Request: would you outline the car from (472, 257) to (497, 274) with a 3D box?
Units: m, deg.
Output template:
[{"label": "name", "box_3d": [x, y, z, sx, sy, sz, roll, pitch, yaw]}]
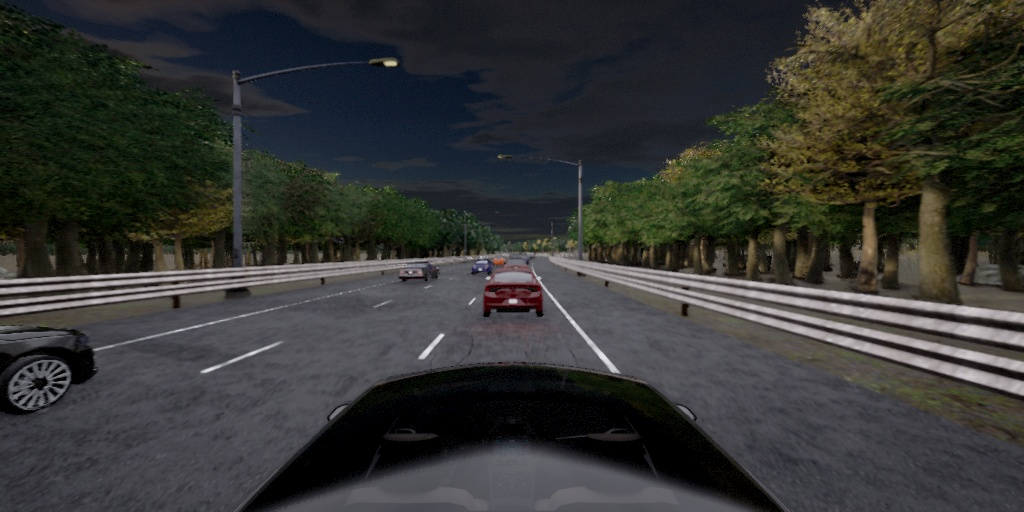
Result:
[{"label": "car", "box_3d": [-2.870, 1.048, 35.677, 1.812, 1.442, 4.674, 0, 0, 2]}]

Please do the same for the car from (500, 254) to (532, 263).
[{"label": "car", "box_3d": [0.356, 0.916, 29.415, 2.097, 1.767, 4.553, 0, 0, 1]}]

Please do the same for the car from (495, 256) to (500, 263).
[{"label": "car", "box_3d": [-1.913, 0.702, 57.509, 2.097, 1.767, 4.553, 0, 0, 3]}]

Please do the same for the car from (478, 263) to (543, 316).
[{"label": "car", "box_3d": [0.058, 1.169, 12.977, 1.882, 1.535, 5.008, 0, 0, 1]}]

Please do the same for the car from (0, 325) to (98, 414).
[{"label": "car", "box_3d": [-6.893, 1.241, 3.083, 2.128, 1.511, 4.902, 0, 0, 0]}]

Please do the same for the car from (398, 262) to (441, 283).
[{"label": "car", "box_3d": [-6.667, 1.140, 26.348, 2.033, 1.411, 5.357, 0, 0, 2]}]
